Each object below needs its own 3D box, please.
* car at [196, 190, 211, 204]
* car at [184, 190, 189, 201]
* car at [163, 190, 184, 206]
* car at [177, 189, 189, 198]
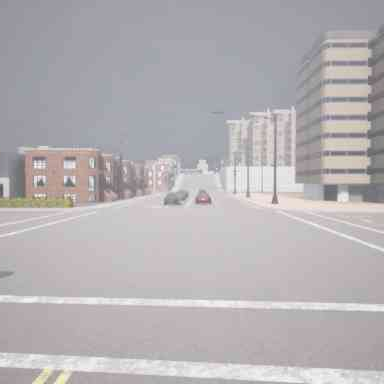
[{"bbox_3d":[1.483,0.795,44.017,1.994,1.385,4.181,0,1,2],"label":"car"},{"bbox_3d":[-1.963,0.638,51.149,1.994,1.385,4.181,0,1,2],"label":"car"},{"bbox_3d":[-2.324,0.820,40.376,1.837,1.490,4.892,0,1,2],"label":"car"},{"bbox_3d":[-1.583,0.314,61.795,1.882,1.535,5.008,0,1,3],"label":"car"}]
